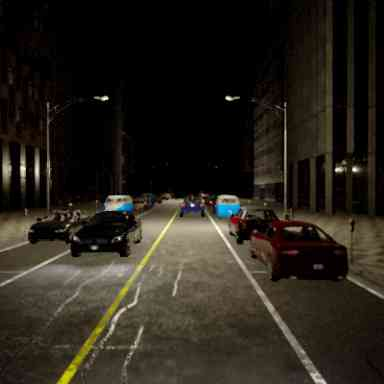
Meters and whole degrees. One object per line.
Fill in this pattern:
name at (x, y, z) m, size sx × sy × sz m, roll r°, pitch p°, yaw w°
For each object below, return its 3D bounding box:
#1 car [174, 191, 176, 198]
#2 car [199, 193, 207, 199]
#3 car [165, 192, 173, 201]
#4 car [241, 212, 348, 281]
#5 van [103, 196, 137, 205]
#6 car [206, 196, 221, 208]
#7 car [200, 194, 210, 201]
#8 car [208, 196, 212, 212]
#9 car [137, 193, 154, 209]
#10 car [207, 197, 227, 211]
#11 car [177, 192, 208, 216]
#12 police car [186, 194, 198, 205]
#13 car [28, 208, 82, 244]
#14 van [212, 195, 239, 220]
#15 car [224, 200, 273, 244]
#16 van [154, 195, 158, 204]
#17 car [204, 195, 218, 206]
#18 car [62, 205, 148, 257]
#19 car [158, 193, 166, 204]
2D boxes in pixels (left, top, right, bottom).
car at (-5.788, 0.840, 82.405) m, size 2.192 × 1.841 × 5.009 m, roll 0°, pitch 0°, yaw 0°
car at (2.737, 0.966, 82.413) m, size 1.967 × 1.590 × 4.097 m, roll 0°, pitch 0°, yaw 0°
car at (-5.785, 1.149, 71.187) m, size 1.947 × 1.339 × 4.313 m, roll 0°, pitch 0°, yaw 0°
car at (2.761, 1.485, 9.496) m, size 1.887 × 1.381 × 4.507 m, roll 0°, pitch 0°, yaw 0°
van at (-5.770, 1.177, 26.311) m, size 1.690 × 1.788 × 3.998 m, roll 0°, pitch 0°, yaw 0°
car at (2.750, 1.258, 43.321) m, size 1.752 × 1.417 × 4.829 m, roll 0°, pitch 0°, yaw 0°
car at (2.741, 1.134, 71.195) m, size 2.008 × 1.369 × 4.403 m, roll 0°, pitch 0°, yaw 0°
car at (2.753, 1.347, 31.933) m, size 1.887 × 1.381 × 4.507 m, roll 0°, pitch 0°, yaw 0°
car at (-5.773, 1.208, 37.531) m, size 1.967 × 1.590 × 4.097 m, roll 0°, pitch 0°, yaw 0°
car at (2.752, 1.334, 37.542) m, size 1.947 × 1.339 × 4.313 m, roll 0°, pitch 0°, yaw 0°
car at (0.057, 1.166, 29.967) m, size 2.097 × 1.767 × 4.553 m, roll 0°, pitch 0°, yaw 0°
police car at (-0.012, 1.100, 53.405) m, size 1.930 × 1.638 × 5.238 m, roll 0°, pitch 0°, yaw 0°
car at (-5.766, 1.456, 15.093) m, size 2.008 × 1.369 × 4.403 m, roll 0°, pitch 0°, yaw 0°
van at (2.755, 1.178, 26.322) m, size 1.690 × 1.788 × 3.998 m, roll 0°, pitch 0°, yaw 0°
car at (2.759, 1.346, 15.105) m, size 1.967 × 1.590 × 4.097 m, roll 0°, pitch 0°, yaw 0°
van at (-5.775, 1.074, 43.139) m, size 1.690 × 1.788 × 3.998 m, roll 0°, pitch 0°, yaw 0°
car at (2.748, 1.225, 48.930) m, size 1.752 × 1.417 × 4.829 m, roll 0°, pitch 0°, yaw 0°
car at (-3.020, 1.446, 12.640) m, size 1.812 × 1.442 × 4.674 m, roll 0°, pitch 0°, yaw 0°
car at (-5.779, 1.196, 54.189) m, size 1.752 × 1.417 × 4.829 m, roll 0°, pitch 0°, yaw 0°
